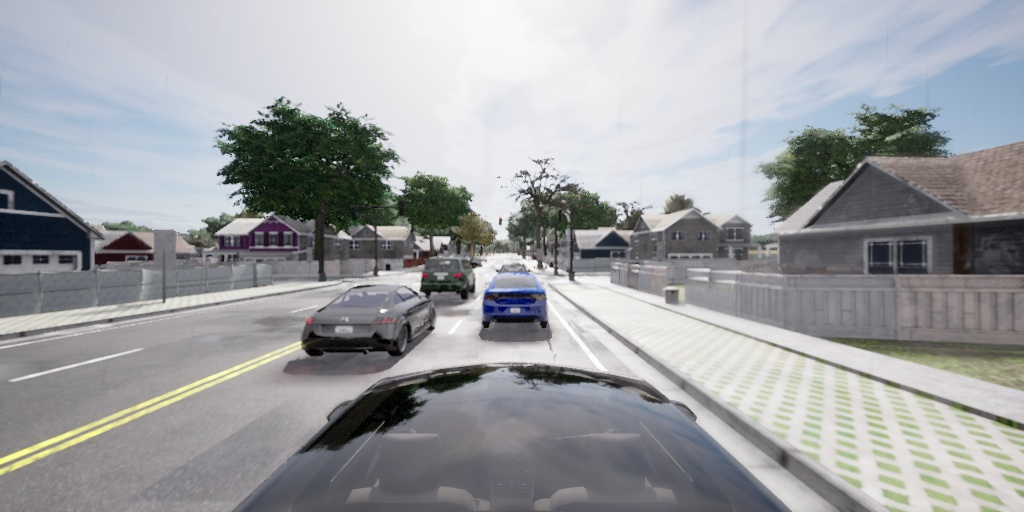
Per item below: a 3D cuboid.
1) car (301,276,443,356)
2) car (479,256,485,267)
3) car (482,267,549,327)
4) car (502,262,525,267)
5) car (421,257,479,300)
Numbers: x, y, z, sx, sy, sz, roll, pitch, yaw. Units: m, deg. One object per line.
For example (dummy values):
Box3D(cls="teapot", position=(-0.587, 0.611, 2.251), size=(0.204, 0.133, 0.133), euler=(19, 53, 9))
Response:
Box3D(cls="car", position=(-3.158, 1.366, 8.754), size=(1.994, 1.385, 4.181), euler=(0, 0, 0))
Box3D(cls="car", position=(-6.595, 1.080, 65.014), size=(2.097, 1.767, 4.553), euler=(0, 1, 0))
Box3D(cls="car", position=(0.089, 1.296, 11.902), size=(1.882, 1.535, 5.008), euler=(0, 0, 0))
Box3D(cls="car", position=(0.081, 1.197, 21.127), size=(2.097, 1.767, 4.553), euler=(0, 0, 0))
Box3D(cls="car", position=(-3.168, 1.063, 18.639), size=(2.150, 2.045, 5.566), euler=(0, 0, 0))
